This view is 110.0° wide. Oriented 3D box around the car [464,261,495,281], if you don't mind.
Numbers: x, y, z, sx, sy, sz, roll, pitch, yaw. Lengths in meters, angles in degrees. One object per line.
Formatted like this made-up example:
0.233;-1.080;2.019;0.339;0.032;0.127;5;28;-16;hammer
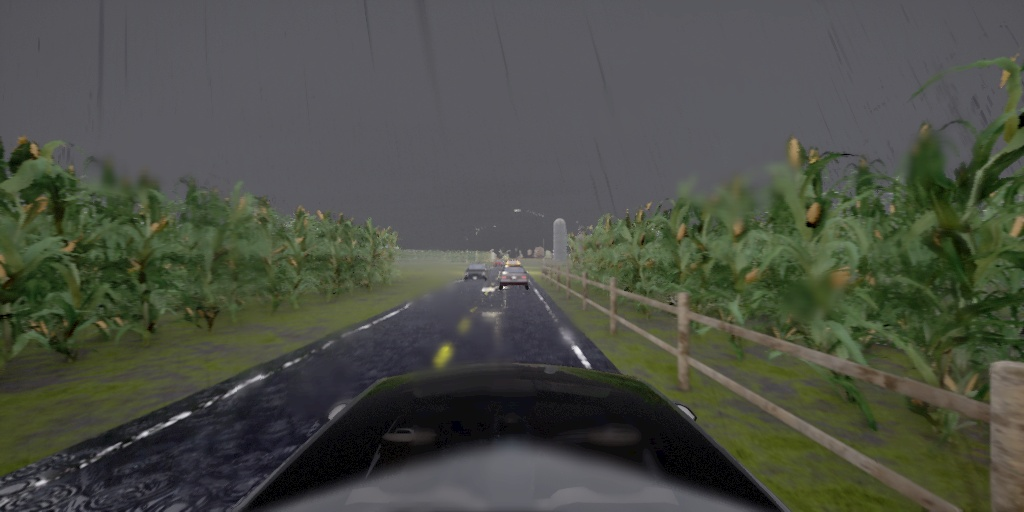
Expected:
-2.835;1.319;30.099;2.033;1.411;5.357;0;0;0;car

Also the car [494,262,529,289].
0.111;1.312;23.243;2.033;1.411;5.357;0;0;0;car

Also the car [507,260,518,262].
0.121;1.273;45.625;1.882;1.535;5.008;0;0;0;car
